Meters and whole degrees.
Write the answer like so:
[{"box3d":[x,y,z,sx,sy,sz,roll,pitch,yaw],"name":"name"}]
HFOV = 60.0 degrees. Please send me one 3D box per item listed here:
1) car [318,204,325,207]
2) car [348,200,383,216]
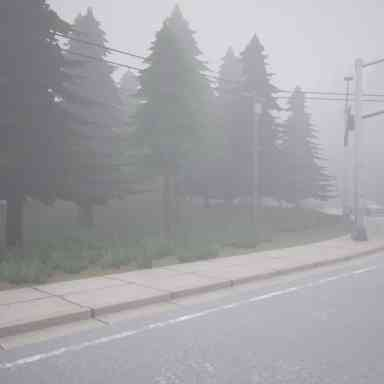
[{"box3d":[14.681,1.505,42.504,1.837,1.490,4.892,0,0,-26],"name":"car"},{"box3d":[17.212,1.526,32.793,1.812,1.442,4.674,0,0,-5],"name":"car"}]
